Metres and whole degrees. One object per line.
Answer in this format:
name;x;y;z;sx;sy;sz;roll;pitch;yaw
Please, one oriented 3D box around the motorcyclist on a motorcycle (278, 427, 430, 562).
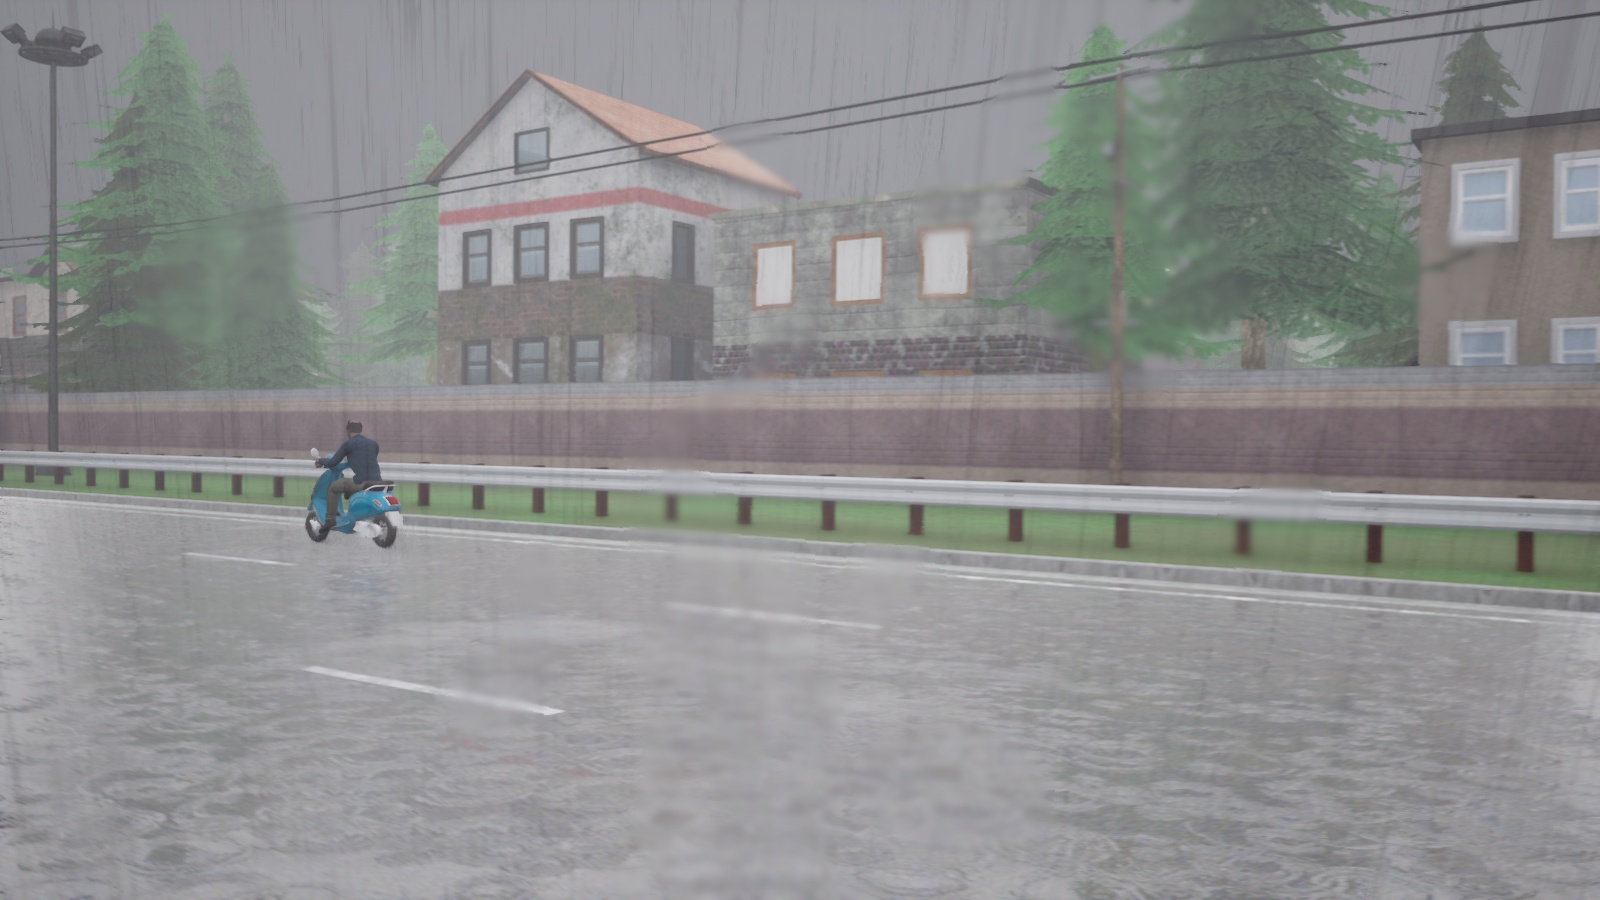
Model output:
motorcyclist on a motorcycle;-5.600;0.521;15.747;1.817;1.590;0.866;0;1;34
